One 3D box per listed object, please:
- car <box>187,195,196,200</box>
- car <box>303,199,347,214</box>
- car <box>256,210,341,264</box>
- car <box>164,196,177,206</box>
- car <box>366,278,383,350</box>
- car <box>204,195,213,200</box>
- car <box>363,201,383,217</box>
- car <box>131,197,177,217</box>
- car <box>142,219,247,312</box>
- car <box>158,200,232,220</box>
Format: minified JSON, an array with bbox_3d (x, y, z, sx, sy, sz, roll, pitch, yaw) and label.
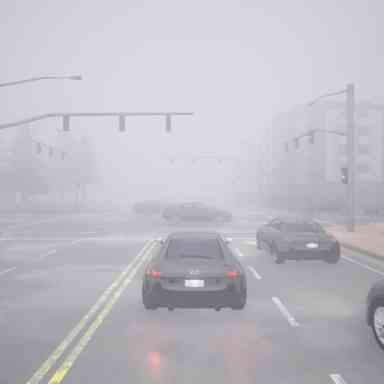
[{"bbox_3d":[-0.041,1.392,71.327,1.994,1.385,4.181,0,0,0],"label":"car"},{"bbox_3d":[14.046,1.492,34.388,4.902,1.511,2.128,0,0,-1],"label":"car"},{"bbox_3d":[3.575,1.564,11.904,1.994,1.385,4.181,0,0,0],"label":"car"},{"bbox_3d":[-3.607,1.505,57.027,1.837,1.490,4.892,0,0,0],"label":"car"},{"bbox_3d":[3.599,1.505,3.200,1.837,1.490,4.892,0,0,0],"label":"car"},{"bbox_3d":[3.459,1.363,71.343,2.128,1.511,4.902,0,0,0],"label":"car"},{"bbox_3d":[18.543,1.505,31.002,4.892,1.490,1.837,0,0,-2],"label":"car"},{"bbox_3d":[-3.492,1.491,31.763,2.128,1.511,4.902,0,0,44],"label":"car"},{"bbox_3d":[0.055,1.564,7.819,1.994,1.385,4.181,0,0,0],"label":"car"},{"bbox_3d":[0.326,1.491,23.194,4.902,1.511,2.128,0,0,-1],"label":"car"}]
